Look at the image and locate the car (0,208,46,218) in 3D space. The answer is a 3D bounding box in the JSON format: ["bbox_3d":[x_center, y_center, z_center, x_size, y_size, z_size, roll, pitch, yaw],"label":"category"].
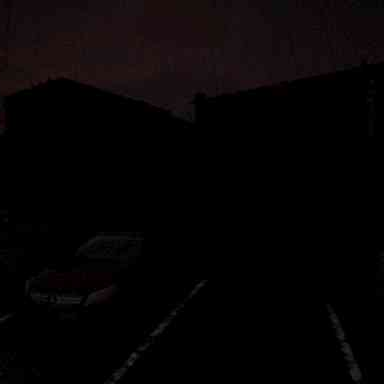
[{"bbox_3d":[-6.312,1.367,10.644,2.185,1.767,4.553,1,-1,16],"label":"car"}]

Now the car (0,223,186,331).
[{"bbox_3d":[-1.442,1.528,7.119,2.002,1.452,4.674,1,-1,16],"label":"car"}]

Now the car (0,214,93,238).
[{"bbox_3d":[-3.892,1.518,8.836,2.163,1.488,4.792,1,-1,16],"label":"car"}]
